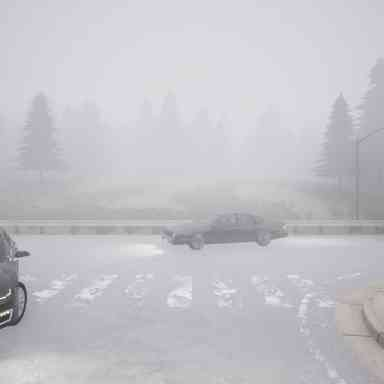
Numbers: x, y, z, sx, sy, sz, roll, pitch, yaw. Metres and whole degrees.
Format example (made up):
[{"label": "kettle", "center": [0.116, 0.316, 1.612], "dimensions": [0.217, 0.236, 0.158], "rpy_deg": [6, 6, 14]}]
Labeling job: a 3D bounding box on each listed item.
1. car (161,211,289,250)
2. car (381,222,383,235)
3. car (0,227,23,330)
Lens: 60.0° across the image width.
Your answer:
[{"label": "car", "center": [1.460, 1.547, 14.211], "dimensions": [5.357, 1.411, 2.033], "rpy_deg": [0, 0, -20]}, {"label": "car", "center": [11.239, 1.492, 15.089], "dimensions": [4.902, 1.511, 2.128], "rpy_deg": [0, 0, 0]}, {"label": "car", "center": [-4.457, 1.505, 6.571], "dimensions": [1.837, 1.490, 4.892], "rpy_deg": [0, 0, -28]}]
